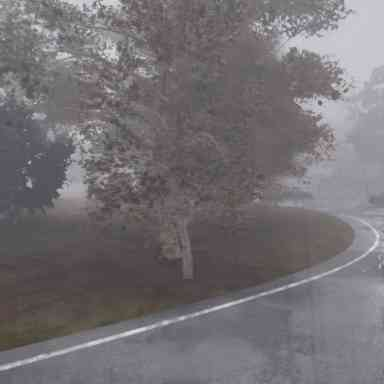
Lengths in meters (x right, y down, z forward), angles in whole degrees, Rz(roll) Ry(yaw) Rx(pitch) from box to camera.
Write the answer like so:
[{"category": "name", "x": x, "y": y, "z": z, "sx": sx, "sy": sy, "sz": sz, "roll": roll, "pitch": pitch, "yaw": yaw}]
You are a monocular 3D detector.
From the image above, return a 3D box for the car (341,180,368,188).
[{"category": "car", "x": 31.573, "y": -1.633, "z": 64.780, "sx": 5.008, "sy": 1.535, "sz": 1.882, "roll": -2, "pitch": 2, "yaw": 1}]

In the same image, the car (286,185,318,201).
[{"category": "car", "x": 12.864, "y": 0.286, "z": 41.006, "sx": 2.033, "sy": 1.411, "sz": 5.357, "roll": -3, "pitch": 2, "yaw": -8}]

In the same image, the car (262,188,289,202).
[{"category": "car", "x": 9.779, "y": 0.497, "z": 40.933, "sx": 1.895, "sy": 1.301, "sz": 4.718, "roll": -3, "pitch": 2, "yaw": -5}]

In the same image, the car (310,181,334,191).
[{"category": "car", "x": 23.036, "y": -1.158, "z": 59.588, "sx": 4.553, "sy": 1.767, "sz": 2.097, "roll": -4, "pitch": 3, "yaw": -23}]

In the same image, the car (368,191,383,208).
[{"category": "car", "x": 17.142, "y": 0.532, "z": 27.403, "sx": 4.674, "sy": 1.442, "sz": 1.812, "roll": -1, "pitch": 3, "yaw": 43}]
